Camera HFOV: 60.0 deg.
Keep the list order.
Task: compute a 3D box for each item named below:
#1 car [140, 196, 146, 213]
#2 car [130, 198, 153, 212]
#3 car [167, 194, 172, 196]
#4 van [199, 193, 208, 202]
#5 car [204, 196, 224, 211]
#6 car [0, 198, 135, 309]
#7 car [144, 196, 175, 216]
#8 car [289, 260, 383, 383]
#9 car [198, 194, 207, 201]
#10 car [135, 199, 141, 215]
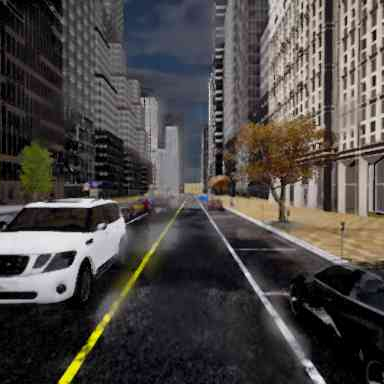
[{"bbox_3d":[-5.709,1.446,32.426,1.752,1.417,4.829,-1,0,0],"label":"car"},{"bbox_3d":[-5.709,1.455,38.221,1.887,1.381,4.507,-1,0,0],"label":"car"},{"bbox_3d":[-5.715,1.417,66.346,2.008,1.369,4.403,-1,0,0],"label":"car"},{"bbox_3d":[2.660,1.199,71.973,1.690,1.788,3.998,-1,0,0],"label":"van"},{"bbox_3d":[2.671,1.492,38.223,1.802,1.307,4.206,-1,0,0],"label":"car"},{"bbox_3d":[-3.084,1.200,8.188,2.150,2.045,5.566,0,0,1],"label":"car"},{"bbox_3d":[-3.010,1.415,32.085,2.128,1.511,4.902,0,0,0],"label":"car"},{"bbox_3d":[2.678,1.553,4.472,1.947,1.339,4.313,-1,0,0],"label":"car"},{"bbox_3d":[2.659,1.287,83.223,1.967,1.590,4.097,-1,0,0],"label":"car"},{"bbox_3d":[-5.707,1.483,26.970,2.008,1.369,4.403,-1,0,0],"label":"car"}]
